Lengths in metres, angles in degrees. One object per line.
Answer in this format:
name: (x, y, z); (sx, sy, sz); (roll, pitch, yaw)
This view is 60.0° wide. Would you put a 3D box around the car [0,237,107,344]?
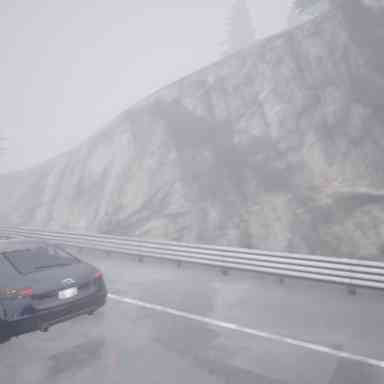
car: (-3.612, 1.605, 6.499); (4.181, 1.385, 1.994); (-1, 0, 36)
